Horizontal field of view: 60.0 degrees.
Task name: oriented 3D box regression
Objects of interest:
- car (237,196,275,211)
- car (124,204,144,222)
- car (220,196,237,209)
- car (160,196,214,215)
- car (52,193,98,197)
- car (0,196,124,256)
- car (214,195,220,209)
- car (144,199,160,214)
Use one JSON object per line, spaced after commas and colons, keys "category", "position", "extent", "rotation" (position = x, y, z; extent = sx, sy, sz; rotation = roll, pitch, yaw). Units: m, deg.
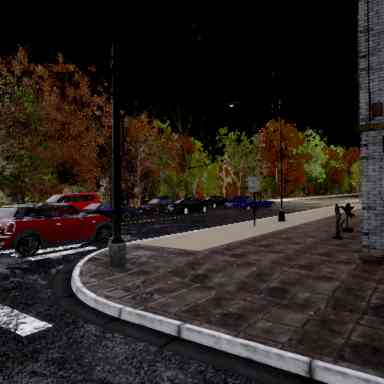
{"category": "car", "position": [6.905, 1.231, 34.561], "extent": [1.895, 1.301, 4.718], "rotation": [-1, 0, 36]}
{"category": "car", "position": [-6.092, 1.401, 22.704], "extent": [2.033, 1.411, 5.357], "rotation": [-1, 0, 36]}
{"category": "car", "position": [5.494, 1.178, 38.457], "extent": [1.812, 1.442, 4.674], "rotation": [-1, 0, 36]}
{"category": "car", "position": [-0.375, 1.259, 30.483], "extent": [1.837, 1.490, 4.892], "rotation": [-1, 0, 36]}
{"category": "car", "position": [-9.133, 1.125, 24.059], "extent": [2.150, 2.045, 5.566], "rotation": [-1, 0, 36]}
{"category": "car", "position": [-5.153, 1.196, 12.672], "extent": [2.097, 1.767, 4.553], "rotation": [-1, 0, 36]}
{"category": "car", "position": [2.760, 1.203, 40.218], "extent": [1.837, 1.490, 4.892], "rotation": [-1, 0, 37]}
{"category": "car", "position": [-3.055, 1.346, 32.315], "extent": [2.033, 1.411, 5.357], "rotation": [-1, 0, 37]}
